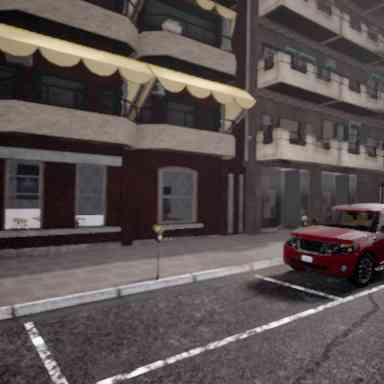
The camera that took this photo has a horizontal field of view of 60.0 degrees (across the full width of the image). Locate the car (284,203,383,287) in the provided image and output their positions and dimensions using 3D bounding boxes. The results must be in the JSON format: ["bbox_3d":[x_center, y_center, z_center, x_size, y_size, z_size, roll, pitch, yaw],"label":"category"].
[{"bbox_3d":[4.842,1.290,9.497,5.009,1.841,2.192,0,2,-35],"label":"car"}]
